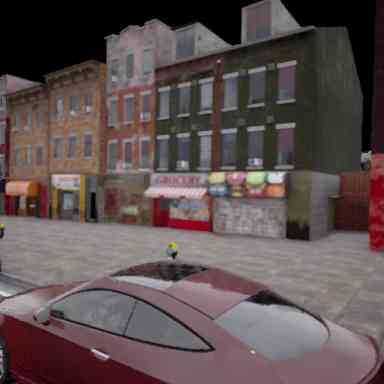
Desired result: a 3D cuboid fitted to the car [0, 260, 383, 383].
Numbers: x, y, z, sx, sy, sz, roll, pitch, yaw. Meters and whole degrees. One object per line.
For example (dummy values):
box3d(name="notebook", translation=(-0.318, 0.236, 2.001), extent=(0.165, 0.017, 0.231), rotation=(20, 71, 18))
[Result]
box3d(name="car", translation=(-0.485, 1.515, 3.629), extent=(4.674, 1.442, 1.812), rotation=(0, 0, 35))
